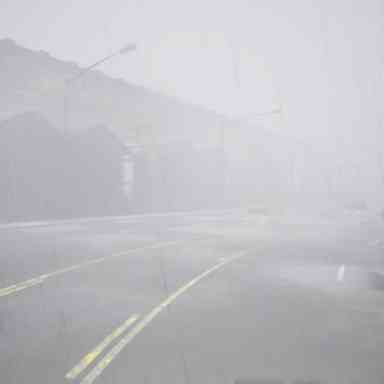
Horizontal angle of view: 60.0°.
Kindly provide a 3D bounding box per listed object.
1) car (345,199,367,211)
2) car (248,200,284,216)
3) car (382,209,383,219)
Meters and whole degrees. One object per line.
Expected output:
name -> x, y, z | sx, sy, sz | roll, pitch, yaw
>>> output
car -> 22.366, 1.721, 45.343 | 1.837, 1.490, 4.892 | 1, 0, 41
car -> 7.429, 1.541, 33.276 | 1.882, 1.535, 5.008 | 1, 0, 40
car -> 18.357, 1.727, 29.626 | 2.033, 1.411, 5.357 | 1, 0, 40
